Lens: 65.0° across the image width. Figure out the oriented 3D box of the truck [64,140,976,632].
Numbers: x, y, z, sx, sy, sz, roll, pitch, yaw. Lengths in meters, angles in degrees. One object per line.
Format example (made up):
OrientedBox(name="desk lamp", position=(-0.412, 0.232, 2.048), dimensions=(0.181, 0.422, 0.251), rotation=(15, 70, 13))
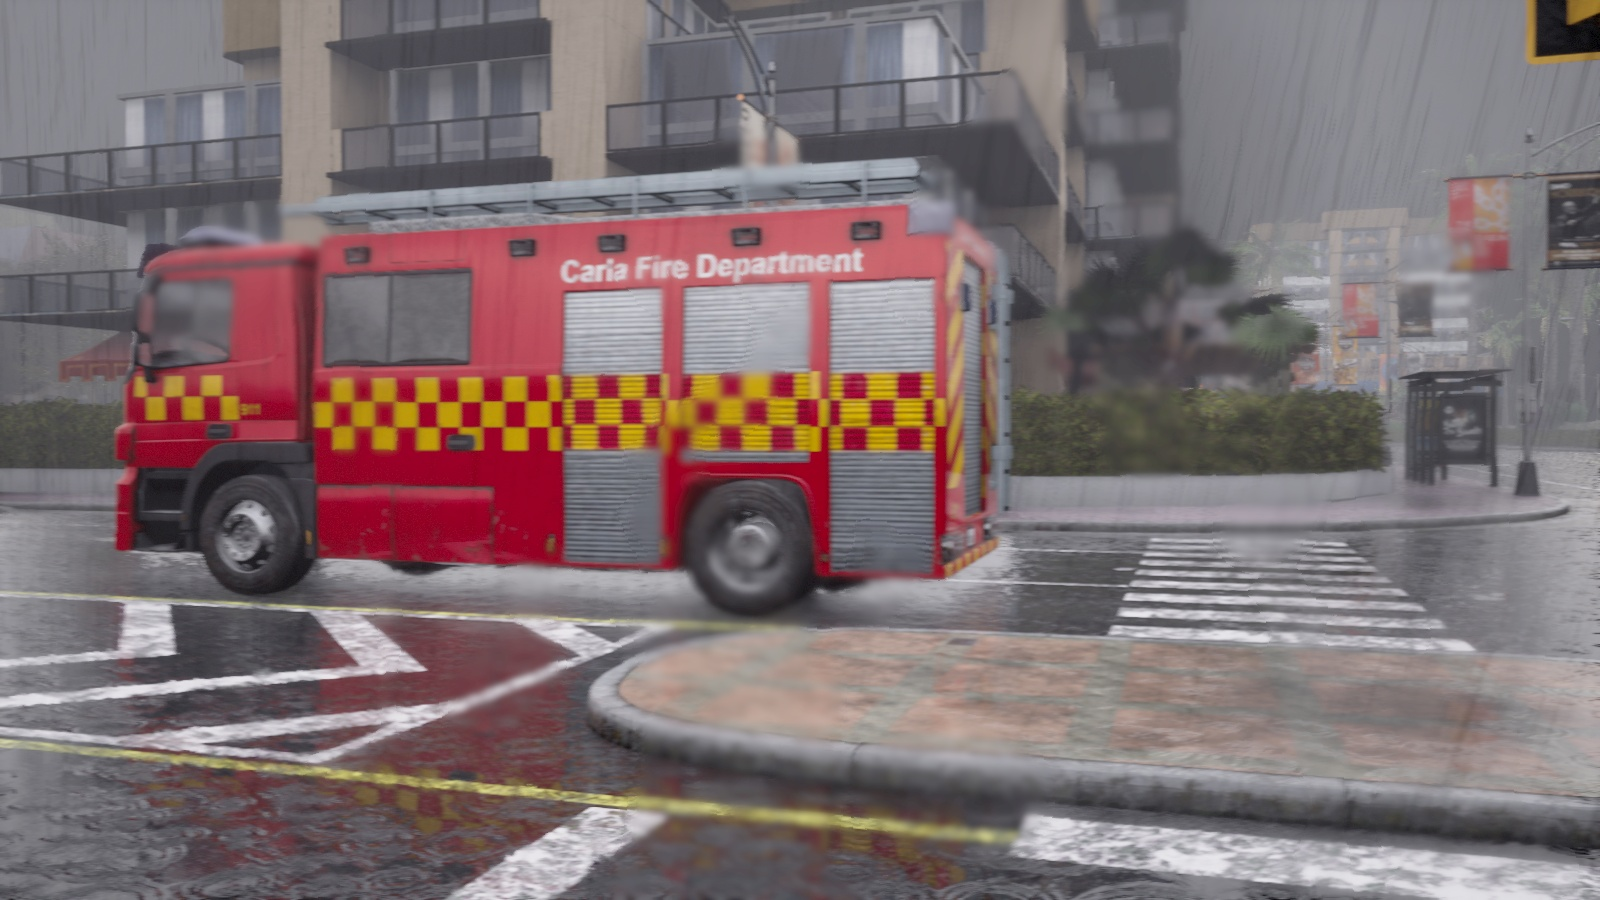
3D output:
OrientedBox(name="truck", position=(-2.733, -0.561, 12.429), dimensions=(8.468, 3.827, 2.891), rotation=(1, 1, 17))
